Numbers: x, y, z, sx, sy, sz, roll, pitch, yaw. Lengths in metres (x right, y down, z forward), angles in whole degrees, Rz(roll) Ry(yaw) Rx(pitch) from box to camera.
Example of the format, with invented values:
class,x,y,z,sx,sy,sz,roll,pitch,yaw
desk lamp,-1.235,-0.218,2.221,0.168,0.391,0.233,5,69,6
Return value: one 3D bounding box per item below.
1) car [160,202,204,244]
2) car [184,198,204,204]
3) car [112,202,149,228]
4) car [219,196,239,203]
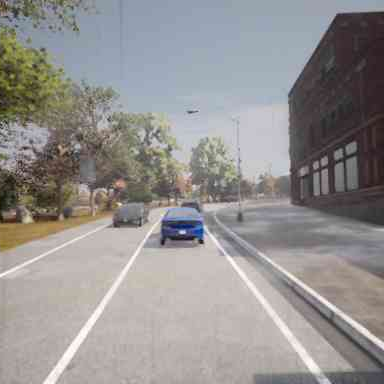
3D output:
class,x,y,z,sx,sy,sz,roll,pitch,yaw
car,-0.483,1.470,15.921,1.882,1.535,5.008,0,0,-2
car,0.121,1.396,34.375,1.837,1.490,4.892,-1,0,8
car,-4.001,1.477,22.325,1.837,1.490,4.892,0,0,0
car,6.880,1.387,61.591,1.895,1.301,4.718,-4,-1,34
